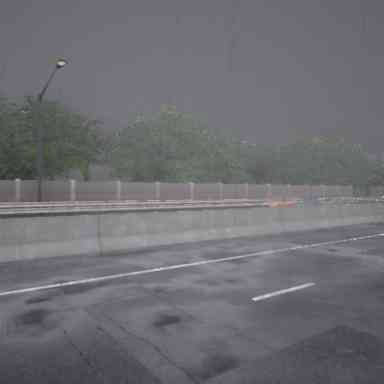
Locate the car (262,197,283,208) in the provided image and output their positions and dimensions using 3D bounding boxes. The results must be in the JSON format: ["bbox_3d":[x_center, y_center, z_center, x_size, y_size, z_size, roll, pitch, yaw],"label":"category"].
[{"bbox_3d":[9.842,1.329,36.809,4.553,1.767,2.097,0,0,-35],"label":"car"}]

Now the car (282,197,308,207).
[{"bbox_3d":[11.956,1.470,34.021,4.902,1.511,2.128,0,0,-35],"label":"car"}]

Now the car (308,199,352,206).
[{"bbox_3d":[13.486,1.527,30.819,5.357,1.411,2.033,0,0,-35],"label":"car"}]
